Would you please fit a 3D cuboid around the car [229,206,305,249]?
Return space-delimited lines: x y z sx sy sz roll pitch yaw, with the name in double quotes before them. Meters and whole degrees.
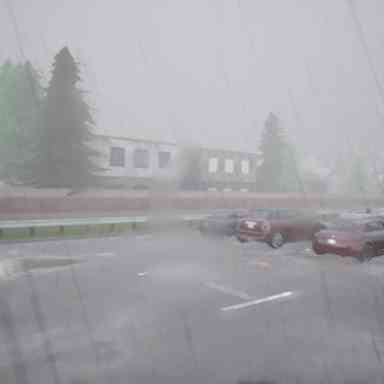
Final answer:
"car" 4.258 1.503 15.452 4.553 1.767 2.097 1 -1 -35

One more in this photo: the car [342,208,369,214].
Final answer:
"car" 14.006 1.932 26.717 4.718 1.301 1.895 1 0 -35

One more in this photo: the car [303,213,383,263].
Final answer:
"car" 6.531 1.721 12.772 4.181 1.385 1.994 1 0 -35

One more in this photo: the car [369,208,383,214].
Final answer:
"car" 14.787 1.860 22.994 5.357 1.411 2.033 1 0 -35

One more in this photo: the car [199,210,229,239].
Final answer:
"car" 2.447 1.720 18.458 4.181 1.385 1.994 1 0 -35
